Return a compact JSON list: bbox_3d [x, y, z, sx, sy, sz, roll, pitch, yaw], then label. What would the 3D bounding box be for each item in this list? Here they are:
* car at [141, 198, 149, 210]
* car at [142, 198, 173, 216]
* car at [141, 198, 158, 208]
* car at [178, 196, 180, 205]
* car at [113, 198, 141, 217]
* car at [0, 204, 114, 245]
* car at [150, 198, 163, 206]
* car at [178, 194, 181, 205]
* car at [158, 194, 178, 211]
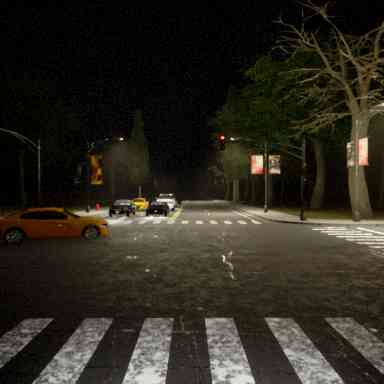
[{"bbox_3d":[-6.512,1.520,41.111,1.882,1.535,5.008,0,0,0],"label":"car"},{"bbox_3d":[-3.272,1.583,32.249,1.994,1.385,4.181,0,0,1],"label":"car"},{"bbox_3d":[-6.498,1.661,51.157,1.994,1.385,4.181,0,0,-1],"label":"car"},{"bbox_3d":[-3.243,1.703,51.857,1.895,1.301,4.718,0,0,0],"label":"car"},{"bbox_3d":[-6.532,1.510,31.612,2.128,1.511,4.902,0,0,0],"label":"car"},{"bbox_3d":[-6.373,1.452,15.174,5.008,1.535,1.882,0,1,-22],"label":"car"},{"bbox_3d":[-6.440,1.774,61.215,1.895,1.301,4.718,0,0,0],"label":"car"},{"bbox_3d":[-3.174,1.406,62.811,2.150,2.045,5.566,0,0,0],"label":"car"},{"bbox_3d":[-3.262,1.266,41.606,2.150,2.045,5.566,0,0,0],"label":"car"}]
